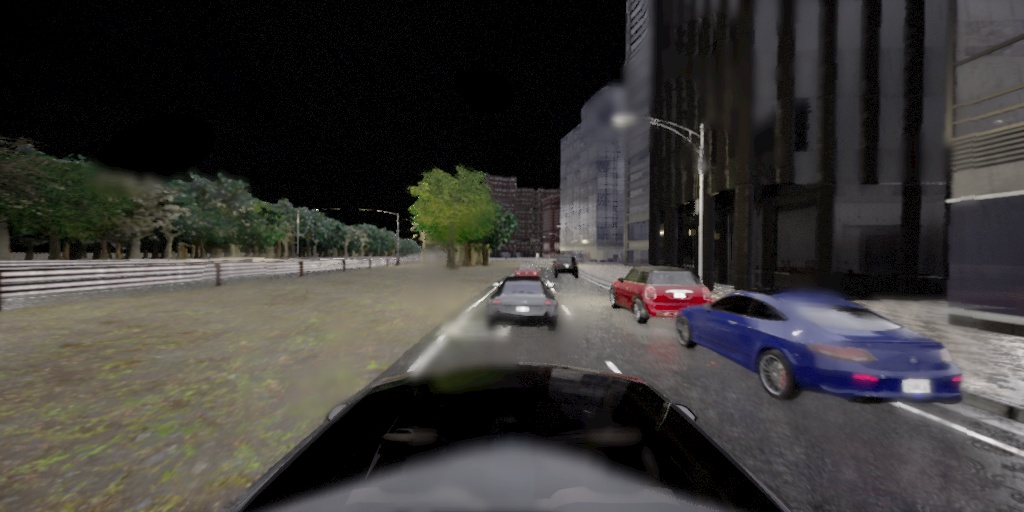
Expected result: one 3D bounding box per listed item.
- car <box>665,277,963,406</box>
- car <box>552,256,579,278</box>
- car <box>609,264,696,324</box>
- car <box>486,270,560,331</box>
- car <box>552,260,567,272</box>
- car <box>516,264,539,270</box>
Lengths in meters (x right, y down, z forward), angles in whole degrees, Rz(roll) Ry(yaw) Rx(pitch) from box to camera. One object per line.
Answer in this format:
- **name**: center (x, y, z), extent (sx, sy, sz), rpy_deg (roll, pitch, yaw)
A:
- **car**: center (4.616, 1.304, 6.336), extent (1.812, 1.442, 4.674), rpy_deg (0, 0, 1)
- **car**: center (5.056, 0.983, 34.079), extent (2.150, 2.045, 5.566), rpy_deg (0, 0, 5)
- **car**: center (4.794, 1.125, 12.229), extent (2.097, 1.767, 4.553), rpy_deg (0, 0, 2)
- **car**: center (0.336, 1.305, 11.015), extent (1.994, 1.385, 4.181), rpy_deg (0, 0, 2)
- **car**: center (6.334, 1.267, 48.152), extent (1.837, 1.490, 4.892), rpy_deg (0, 0, 7)
- **car**: center (1.243, 1.334, 28.859), extent (1.895, 1.301, 4.718), rpy_deg (0, 0, 4)
